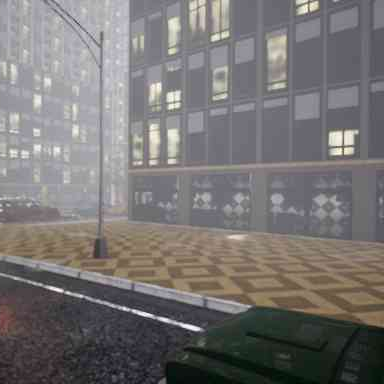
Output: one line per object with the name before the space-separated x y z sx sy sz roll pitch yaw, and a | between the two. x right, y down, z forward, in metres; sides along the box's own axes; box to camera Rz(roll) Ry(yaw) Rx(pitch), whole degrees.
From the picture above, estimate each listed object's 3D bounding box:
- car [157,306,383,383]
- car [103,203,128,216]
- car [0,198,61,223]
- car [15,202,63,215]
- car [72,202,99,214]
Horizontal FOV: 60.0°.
car | 2.021 1.598 2.244 4.718 1.301 1.895 0 0 35
car | -7.587 2.024 38.874 1.752 1.417 4.829 0 0 36
car | -14.377 1.715 29.657 2.192 1.841 5.009 0 0 36
car | -17.883 1.895 39.028 1.752 1.417 4.829 0 0 36
car | -12.384 1.990 42.111 2.033 1.411 5.357 1 0 36
